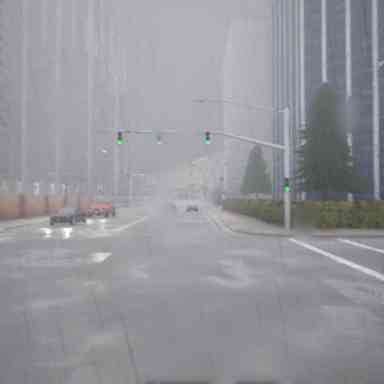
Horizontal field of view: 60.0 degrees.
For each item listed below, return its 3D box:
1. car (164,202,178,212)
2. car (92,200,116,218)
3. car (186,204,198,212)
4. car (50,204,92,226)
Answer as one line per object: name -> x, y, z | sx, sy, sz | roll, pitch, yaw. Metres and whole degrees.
car -> -3.448, 2.442, 52.909 | 1.837, 1.490, 4.892 | 0, -1, 0
car -> -10.553, 1.929, 39.518 | 2.150, 2.045, 5.566 | 0, -1, 0
car -> 0.052, 2.537, 52.934 | 1.895, 1.301, 4.718 | 0, -1, 0
car -> -10.571, 2.000, 28.847 | 1.882, 1.535, 5.008 | 0, -1, 0
